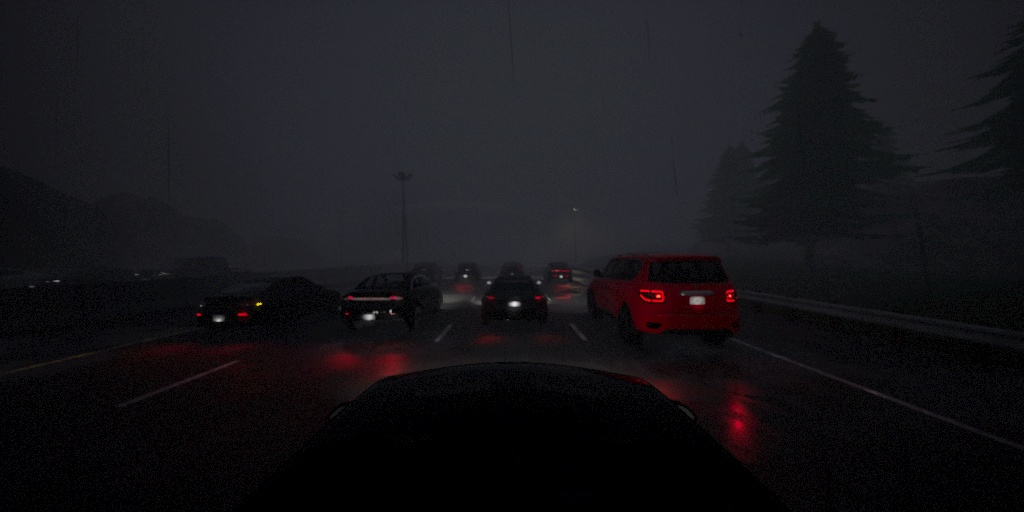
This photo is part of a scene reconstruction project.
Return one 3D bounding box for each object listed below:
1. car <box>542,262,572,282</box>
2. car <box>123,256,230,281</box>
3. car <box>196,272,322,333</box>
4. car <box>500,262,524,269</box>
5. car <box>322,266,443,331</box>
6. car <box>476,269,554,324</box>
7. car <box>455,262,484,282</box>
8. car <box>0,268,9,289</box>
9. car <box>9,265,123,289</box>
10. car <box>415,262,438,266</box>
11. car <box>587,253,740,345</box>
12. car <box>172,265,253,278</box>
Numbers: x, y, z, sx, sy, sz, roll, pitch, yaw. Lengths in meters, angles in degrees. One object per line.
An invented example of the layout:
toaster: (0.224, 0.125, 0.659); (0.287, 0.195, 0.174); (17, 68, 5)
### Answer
car: (3.523, 1.227, 28.075); (1.837, 1.490, 4.892); (0, 0, 0)
car: (-21.125, 1.035, 23.378); (2.150, 2.045, 5.566); (0, 0, 0)
car: (-6.924, 1.295, 10.762); (1.812, 1.442, 4.674); (0, 0, 0)
car: (0.016, 1.211, 30.162); (1.882, 1.535, 5.008); (0, 0, 0)
car: (-3.425, 1.248, 11.009); (2.128, 1.511, 4.902); (0, 0, 0)
car: (0.072, 1.308, 11.972); (1.994, 1.385, 4.181); (0, 0, 0)
car: (-3.481, 1.251, 29.136); (1.837, 1.490, 4.892); (0, 0, 0)
car: (-28.128, 1.364, 19.093); (1.812, 1.442, 4.674); (0, 0, 0)
car: (-24.631, 1.317, 20.876); (2.128, 1.511, 4.902); (0, 0, 0)
car: (-6.982, 1.263, 29.622); (1.837, 1.490, 4.892); (0, 0, 0)
car: (3.579, 0.954, 9.619); (2.150, 2.045, 5.566); (0, 0, 0)
car: (-17.628, 1.401, 22.108); (1.895, 1.301, 4.718); (0, 0, 0)
